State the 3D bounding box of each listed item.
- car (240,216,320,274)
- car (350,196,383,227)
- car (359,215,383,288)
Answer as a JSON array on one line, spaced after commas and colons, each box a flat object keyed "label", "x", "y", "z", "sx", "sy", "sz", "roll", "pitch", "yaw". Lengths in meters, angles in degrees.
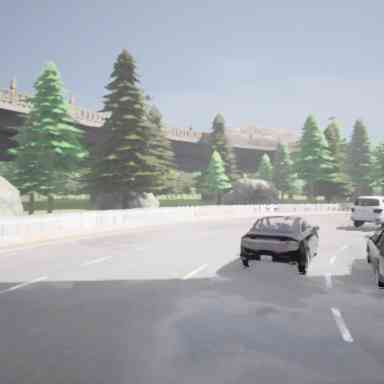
[{"label": "car", "x": 3.005, "y": 1.519, "z": 10.881, "sx": 2.128, "sy": 1.511, "sz": 4.902, "roll": 0, "pitch": 0, "yaw": 26}, {"label": "car", "x": 12.855, "y": 1.310, "z": 22.118, "sx": 5.566, "sy": 2.045, "sz": 2.150, "roll": 0, "pitch": 0, "yaw": -34}, {"label": "car", "x": 5.794, "y": 1.585, "z": 8.831, "sx": 2.033, "sy": 1.411, "sz": 5.357, "roll": 0, "pitch": 0, "yaw": 24}]
